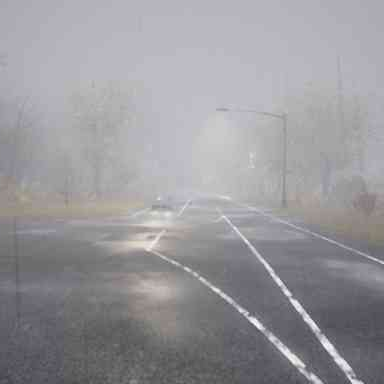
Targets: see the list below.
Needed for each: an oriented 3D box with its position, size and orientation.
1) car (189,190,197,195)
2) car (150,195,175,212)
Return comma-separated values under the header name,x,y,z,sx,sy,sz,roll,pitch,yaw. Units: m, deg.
name,x,y,z,sx,sy,sz,roll,pitch,yaw
car,0.275,0.111,86.920,2.033,1.411,5.357,0,1,7
car,-2.661,1.025,31.434,2.033,1.411,5.357,0,1,1
